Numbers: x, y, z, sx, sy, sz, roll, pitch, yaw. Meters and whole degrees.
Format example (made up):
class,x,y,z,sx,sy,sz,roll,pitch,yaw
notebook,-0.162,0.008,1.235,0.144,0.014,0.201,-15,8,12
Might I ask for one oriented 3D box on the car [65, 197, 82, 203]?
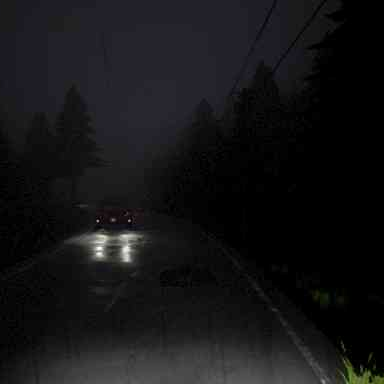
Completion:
class,x,y,z,sx,sy,sz,roll,pitch,yaw
car,-21.352,1.596,59.676,2.128,1.511,4.902,0,0,-38

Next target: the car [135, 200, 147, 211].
class,x,y,z,sx,sy,sz,roll,pitch,yaw
car,-7.040,1.671,41.208,1.895,1.301,4.718,0,0,-21

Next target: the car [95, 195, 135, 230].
class,x,y,z,sx,sy,sz,roll,pitch,yaw
car,-5.048,1.259,21.951,2.150,2.045,5.566,0,0,-11
